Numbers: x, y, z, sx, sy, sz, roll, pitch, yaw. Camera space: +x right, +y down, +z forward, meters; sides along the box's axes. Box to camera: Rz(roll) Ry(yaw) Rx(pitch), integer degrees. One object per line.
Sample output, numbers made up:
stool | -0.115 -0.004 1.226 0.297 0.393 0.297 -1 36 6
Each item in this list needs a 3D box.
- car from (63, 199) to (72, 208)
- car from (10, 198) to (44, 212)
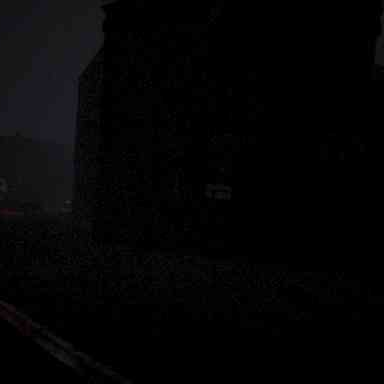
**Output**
car | -18.308 1.805 52.655 2.128 1.511 4.902 5 0 12
car | -19.769 1.511 40.097 1.882 1.535 5.008 4 -1 3
